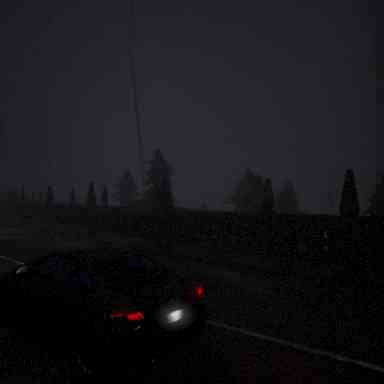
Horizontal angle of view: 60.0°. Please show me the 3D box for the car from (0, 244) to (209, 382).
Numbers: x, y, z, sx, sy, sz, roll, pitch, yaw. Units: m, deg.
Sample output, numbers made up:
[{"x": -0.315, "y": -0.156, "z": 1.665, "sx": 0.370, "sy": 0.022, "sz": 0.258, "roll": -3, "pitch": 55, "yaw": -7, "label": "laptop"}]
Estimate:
[{"x": -1.794, "y": 1.599, "z": 5.588, "sx": 4.181, "sy": 1.385, "sz": 1.994, "roll": 0, "pitch": 0, "yaw": 38, "label": "car"}]
